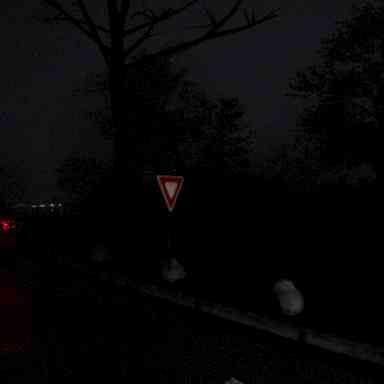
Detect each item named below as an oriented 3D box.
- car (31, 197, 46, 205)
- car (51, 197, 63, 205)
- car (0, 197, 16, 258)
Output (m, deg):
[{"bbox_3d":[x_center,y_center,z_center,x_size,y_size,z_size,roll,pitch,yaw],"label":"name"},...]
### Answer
[{"bbox_3d":[-29.802,1.757,64.803,1.812,1.442,4.674,0,0,-16],"label":"car"},{"bbox_3d":[-26.759,1.745,65.969,1.837,1.490,4.892,0,0,-16],"label":"car"},{"bbox_3d":[-7.768,1.116,11.317,2.150,2.045,5.566,0,0,-43],"label":"car"}]
